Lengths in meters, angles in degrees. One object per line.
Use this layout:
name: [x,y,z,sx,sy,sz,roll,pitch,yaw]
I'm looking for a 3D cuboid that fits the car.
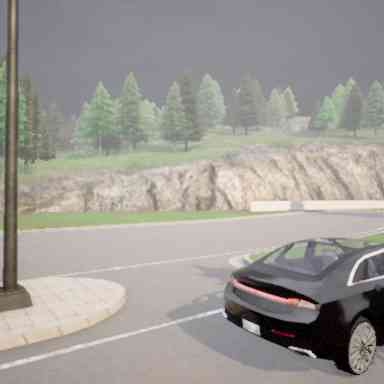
car: [2.750,1.539,5.654,4.902,1.511,2.128,1,0,-35]
